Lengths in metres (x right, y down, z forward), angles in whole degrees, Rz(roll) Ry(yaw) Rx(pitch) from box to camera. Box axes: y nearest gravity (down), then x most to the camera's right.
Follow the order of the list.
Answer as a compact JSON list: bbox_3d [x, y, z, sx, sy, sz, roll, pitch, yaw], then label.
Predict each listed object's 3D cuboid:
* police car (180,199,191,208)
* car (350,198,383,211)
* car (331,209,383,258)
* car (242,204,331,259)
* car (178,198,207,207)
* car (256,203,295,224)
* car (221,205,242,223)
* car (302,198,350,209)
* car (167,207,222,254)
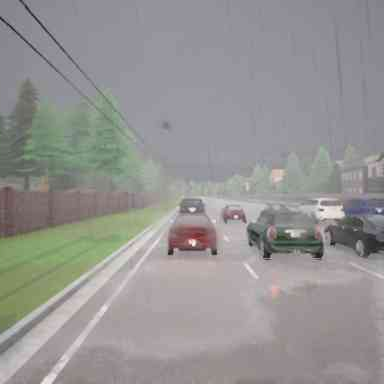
[{"bbox_3d":[-1.170,2.089,61.626,1.930,1.638,5.238,0,-1,0],"label":"police car"},{"bbox_3d":[14.032,1.522,27.539,2.150,2.045,5.566,0,0,0],"label":"car"},{"bbox_3d":[7.029,1.654,13.478,1.837,1.490,4.892,0,0,0],"label":"car"},{"bbox_3d":[3.529,1.497,13.407,2.097,1.767,4.553,0,-1,0],"label":"car"},{"bbox_3d":[0.032,1.522,27.533,2.150,2.045,5.566,0,0,0],"label":"car"},{"bbox_3d":[7.042,1.800,28.478,2.128,1.511,4.902,0,0,0],"label":"car"},{"bbox_3d":[3.545,1.837,28.879,1.812,1.442,4.674,0,0,0],"label":"car"},{"bbox_3d":[10.533,1.523,27.550,2.150,2.045,5.566,0,0,0],"label":"car"},{"bbox_3d":[0.036,1.632,14.241,1.882,1.535,5.008,0,0,0],"label":"car"}]
